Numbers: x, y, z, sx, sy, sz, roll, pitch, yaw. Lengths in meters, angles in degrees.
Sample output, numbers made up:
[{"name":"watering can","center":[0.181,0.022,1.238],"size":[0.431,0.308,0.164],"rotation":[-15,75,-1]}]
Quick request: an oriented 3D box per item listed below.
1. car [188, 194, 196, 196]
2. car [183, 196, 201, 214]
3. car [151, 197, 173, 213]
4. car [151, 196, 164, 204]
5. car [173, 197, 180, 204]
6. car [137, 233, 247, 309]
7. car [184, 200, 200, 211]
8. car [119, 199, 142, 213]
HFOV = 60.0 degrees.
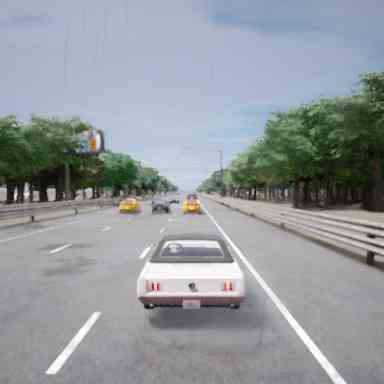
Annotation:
[{"name":"car","center":[0.006,1.324,68.134],"size":[2.150,2.045,5.566],"rotation":[0,0,1]},{"name":"car","center":[-0.019,1.540,36.259],"size":[1.882,1.535,5.008],"rotation":[0,-1,0]},{"name":"car","center":[-3.501,1.592,38.112],"size":[1.812,1.442,4.674],"rotation":[0,0,0]},{"name":"car","center":[-7.002,1.650,67.701],"size":[2.033,1.411,5.357],"rotation":[0,0,1]},{"name":"car","center":[-3.495,1.703,67.970],"size":[1.895,1.301,4.718],"rotation":[0,0,1]},{"name":"car","center":[-0.005,1.606,7.819],"size":[1.895,1.301,4.718],"rotation":[0,0,0]},{"name":"car","center":[0.013,1.677,42.748],"size":[1.895,1.301,4.718],"rotation":[0,0,1]},{"name":"car","center":[-6.996,1.544,38.309],"size":[1.882,1.535,5.008],"rotation":[0,0,0]}]
